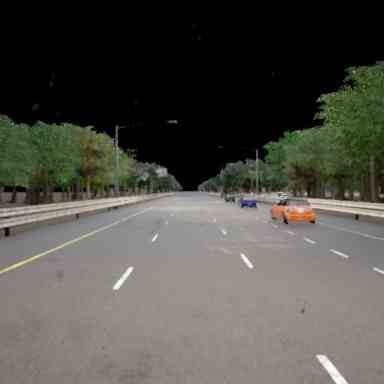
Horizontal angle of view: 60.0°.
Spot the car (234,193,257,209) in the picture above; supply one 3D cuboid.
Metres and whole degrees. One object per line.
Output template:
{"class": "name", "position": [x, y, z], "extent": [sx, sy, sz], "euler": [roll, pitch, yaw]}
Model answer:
{"class": "car", "position": [6.981, 1.300, 42.597], "extent": [1.882, 1.535, 5.008], "euler": [0, 0, 0]}

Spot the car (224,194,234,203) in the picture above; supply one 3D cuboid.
{"class": "car", "position": [7.017, 1.226, 62.055], "extent": [1.837, 1.490, 4.892], "euler": [0, 0, 1]}

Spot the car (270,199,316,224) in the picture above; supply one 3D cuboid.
{"class": "car", "position": [6.989, 1.245, 23.538], "extent": [2.097, 1.767, 4.553], "euler": [0, 0, 0]}
